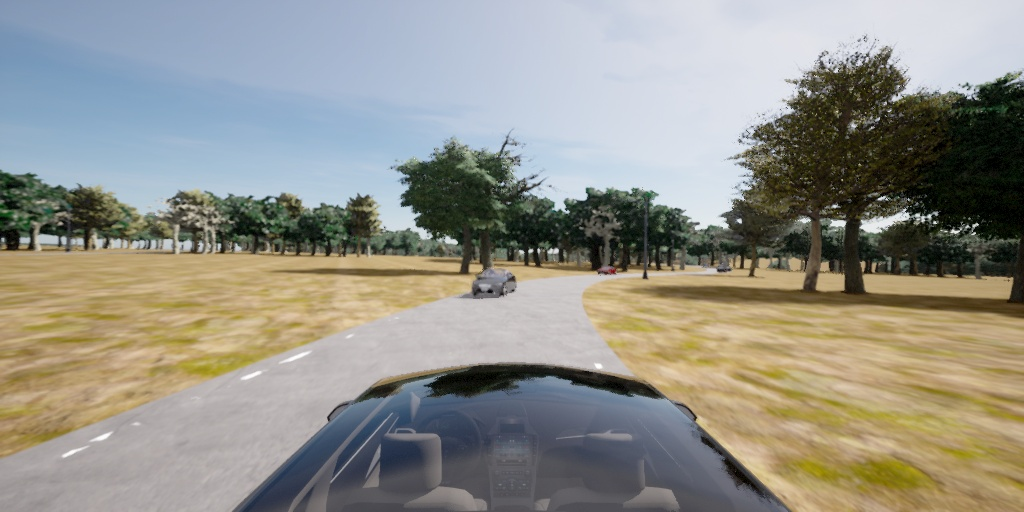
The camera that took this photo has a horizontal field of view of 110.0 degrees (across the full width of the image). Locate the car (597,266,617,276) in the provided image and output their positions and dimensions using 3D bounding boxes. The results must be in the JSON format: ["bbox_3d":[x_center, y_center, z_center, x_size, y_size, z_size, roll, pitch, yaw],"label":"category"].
[{"bbox_3d":[15.856,2.433,59.748,1.882,1.535,5.008,0,-1,36],"label":"car"}]

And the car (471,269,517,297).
[{"bbox_3d":[-0.941,1.514,21.096,2.128,1.511,4.902,0,-1,12],"label":"car"}]
